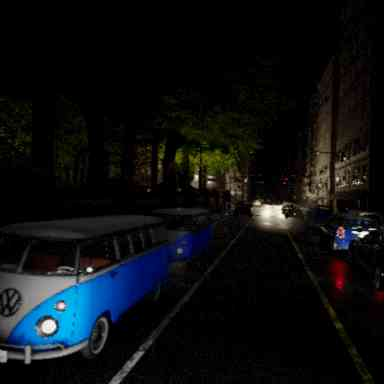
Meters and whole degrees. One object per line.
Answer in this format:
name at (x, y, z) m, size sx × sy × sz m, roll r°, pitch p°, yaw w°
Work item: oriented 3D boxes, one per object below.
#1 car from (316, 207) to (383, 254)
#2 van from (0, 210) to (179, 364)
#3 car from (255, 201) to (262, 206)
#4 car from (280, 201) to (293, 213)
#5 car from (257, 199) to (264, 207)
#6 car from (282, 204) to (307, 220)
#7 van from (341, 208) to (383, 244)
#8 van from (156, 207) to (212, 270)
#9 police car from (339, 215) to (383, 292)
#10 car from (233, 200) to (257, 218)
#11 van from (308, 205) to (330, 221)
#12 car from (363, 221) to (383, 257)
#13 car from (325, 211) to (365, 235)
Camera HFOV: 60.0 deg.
car at (7.371, 1.828, 15.549) m, size 2.097 × 1.767 × 4.553 m, roll 2°, pitch -1°, yaw 13°
van at (-1.653, 1.318, 5.717) m, size 1.690 × 1.788 × 3.998 m, roll 2°, pitch -1°, yaw 13°
car at (18.384, 3.128, 91.939) m, size 1.887 × 1.381 × 4.507 m, roll 2°, pitch 0°, yaw 13°
car at (14.319, 2.563, 49.432) m, size 2.128 × 1.511 × 4.902 m, roll 3°, pitch 0°, yaw 13°
car at (15.879, 2.908, 81.157) m, size 1.752 × 1.417 × 4.829 m, roll 2°, pitch 0°, yaw 13°
car at (11.958, 2.448, 39.089) m, size 1.994 × 1.385 × 4.181 m, roll 3°, pitch 0°, yaw 14°
van at (10.492, 2.002, 20.344) m, size 1.690 × 1.788 × 3.998 m, roll 2°, pitch -1°, yaw 13°
van at (-0.372, 1.426, 11.227) m, size 1.690 × 1.788 × 3.998 m, roll 2°, pitch -1°, yaw 13°
police car at (6.041, 1.792, 9.842) m, size 1.930 × 1.638 × 5.238 m, roll 3°, pitch -1°, yaw 13°
car at (6.035, 1.925, 38.777) m, size 2.192 × 1.841 × 5.009 m, roll 2°, pitch 0°, yaw 13°
van at (14.337, 2.315, 36.881) m, size 1.690 × 1.788 × 3.998 m, roll 2°, pitch 0°, yaw 13°
car at (9.200, 2.137, 14.829) m, size 1.802 × 1.307 × 4.206 m, roll 2°, pitch -1°, yaw 13°
car at (11.764, 2.311, 25.854) m, size 1.887 × 1.381 × 4.507 m, roll 2°, pitch -1°, yaw 13°
